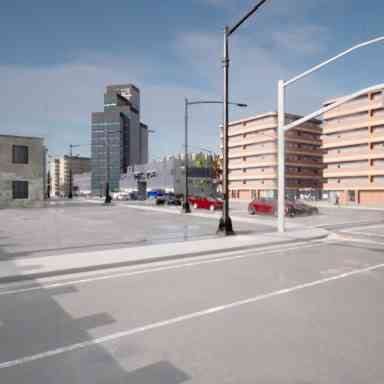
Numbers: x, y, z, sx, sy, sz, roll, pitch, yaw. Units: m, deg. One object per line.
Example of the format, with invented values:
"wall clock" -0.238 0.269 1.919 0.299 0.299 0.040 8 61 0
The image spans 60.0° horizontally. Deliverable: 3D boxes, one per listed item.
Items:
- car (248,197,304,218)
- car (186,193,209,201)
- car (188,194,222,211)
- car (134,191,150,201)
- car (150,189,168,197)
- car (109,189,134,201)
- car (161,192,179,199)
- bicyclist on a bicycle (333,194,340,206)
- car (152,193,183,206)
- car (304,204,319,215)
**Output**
"car" 7.111 1.229 29.387 2.097 1.767 4.553 0 1 -34
"car" 0.964 0.955 63.321 1.895 1.301 4.718 0 1 -34
"car" 1.962 1.226 36.894 1.882 1.535 5.008 0 1 -34
"car" -10.040 0.823 60.806 1.812 1.442 4.674 0 1 -34
"car" -7.580 0.330 69.602 2.150 2.045 5.566 0 1 -34
"car" -12.891 0.502 58.774 2.150 2.045 5.566 0 1 -34
"car" -4.677 0.657 71.557 1.994 1.385 4.181 0 1 -34
"bicyclist on a bicycle" 19.976 1.089 45.979 1.656 1.620 0.582 0 1 -34
"car" -3.163 1.154 44.402 1.994 1.385 4.181 0 1 -34
"car" 9.492 1.410 32.096 2.033 1.411 5.357 0 1 -35
